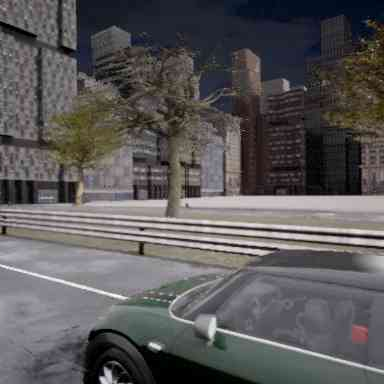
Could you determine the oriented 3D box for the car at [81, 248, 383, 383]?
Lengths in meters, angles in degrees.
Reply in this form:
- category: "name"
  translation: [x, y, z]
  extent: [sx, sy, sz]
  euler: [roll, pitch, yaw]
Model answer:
- category: "car"
  translation: [1.019, 1.352, 3.141]
  extent: [4.553, 1.767, 2.097]
  euler: [0, 0, 36]
